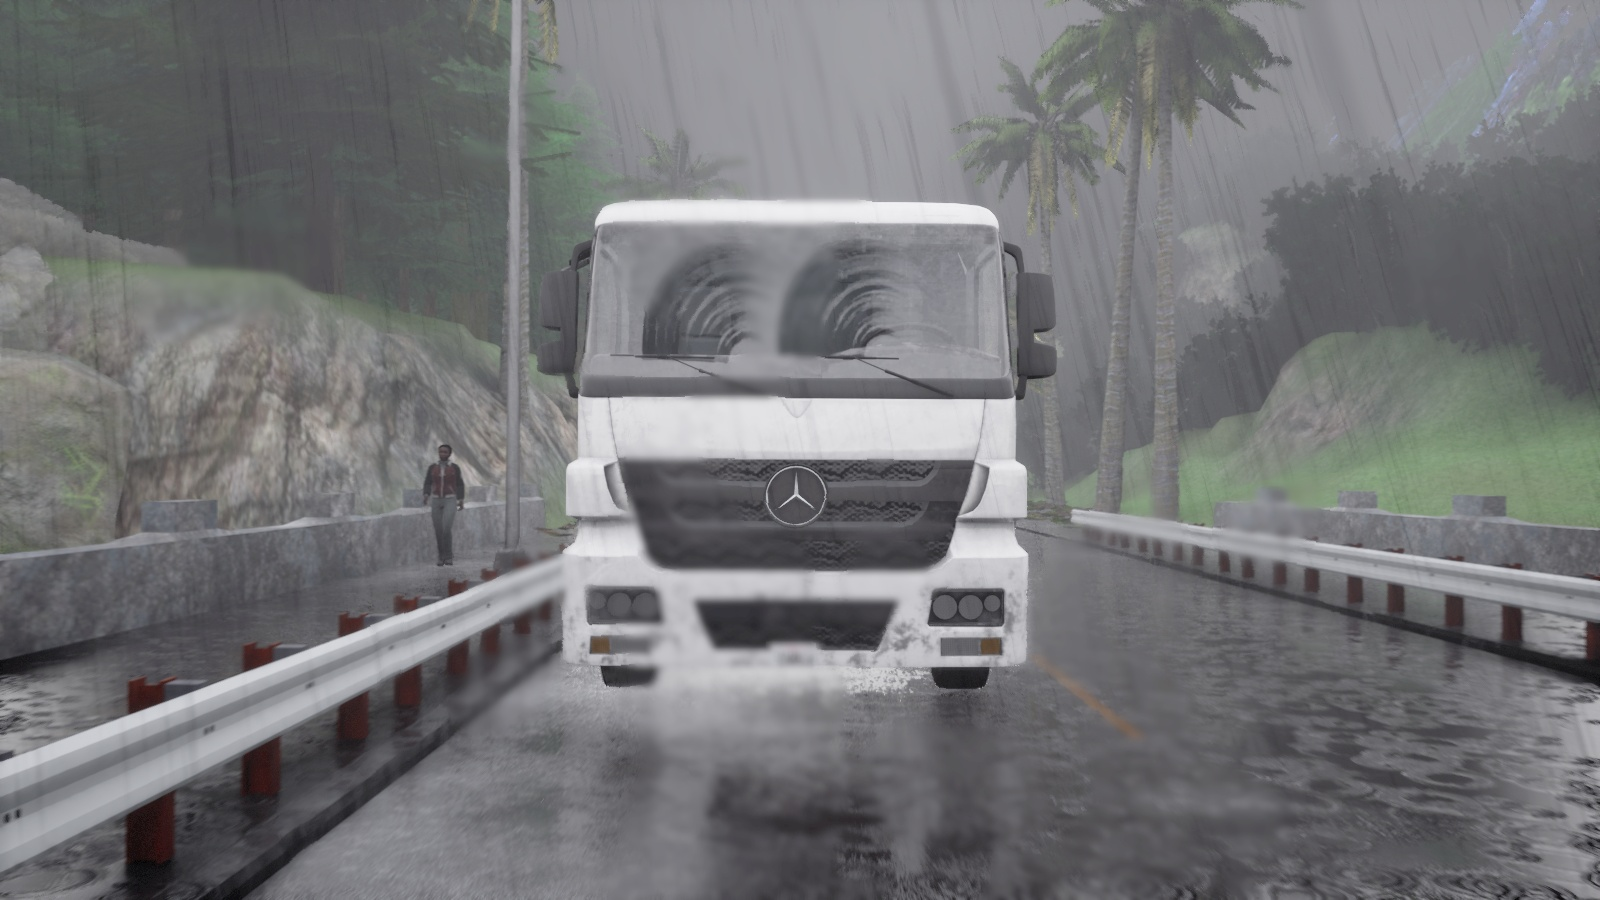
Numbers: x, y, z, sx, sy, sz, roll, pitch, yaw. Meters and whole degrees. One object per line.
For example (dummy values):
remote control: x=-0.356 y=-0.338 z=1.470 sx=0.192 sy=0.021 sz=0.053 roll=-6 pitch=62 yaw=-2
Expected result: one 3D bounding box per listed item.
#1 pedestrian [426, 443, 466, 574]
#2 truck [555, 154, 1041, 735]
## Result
pedestrian: x=-5.306 y=0.861 z=18.834 sx=0.402 sy=1.930 sz=0.666 roll=0 pitch=-1 yaw=0
truck: x=-0.029 y=0.025 z=11.473 sx=2.891 sy=3.462 sz=7.936 roll=0 pitch=-1 yaw=0
